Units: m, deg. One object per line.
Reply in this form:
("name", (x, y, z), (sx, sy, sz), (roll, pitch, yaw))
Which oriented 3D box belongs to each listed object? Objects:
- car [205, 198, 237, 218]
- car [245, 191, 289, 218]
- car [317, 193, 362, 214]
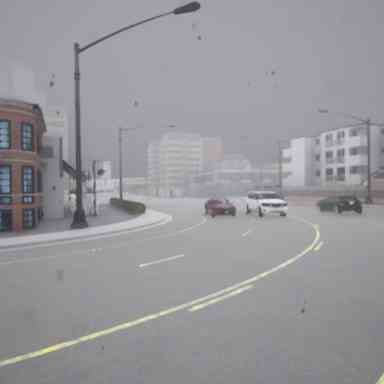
("car", (2.302, 1.250, 27.765), (1.882, 1.535, 5.008), (0, 0, -8))
("car", (6.035, 0.943, 27.496), (2.150, 2.045, 5.566), (0, 0, -7))
("car", (12.916, 0.965, 29.469), (2.097, 1.767, 4.553), (-1, 0, -5))
